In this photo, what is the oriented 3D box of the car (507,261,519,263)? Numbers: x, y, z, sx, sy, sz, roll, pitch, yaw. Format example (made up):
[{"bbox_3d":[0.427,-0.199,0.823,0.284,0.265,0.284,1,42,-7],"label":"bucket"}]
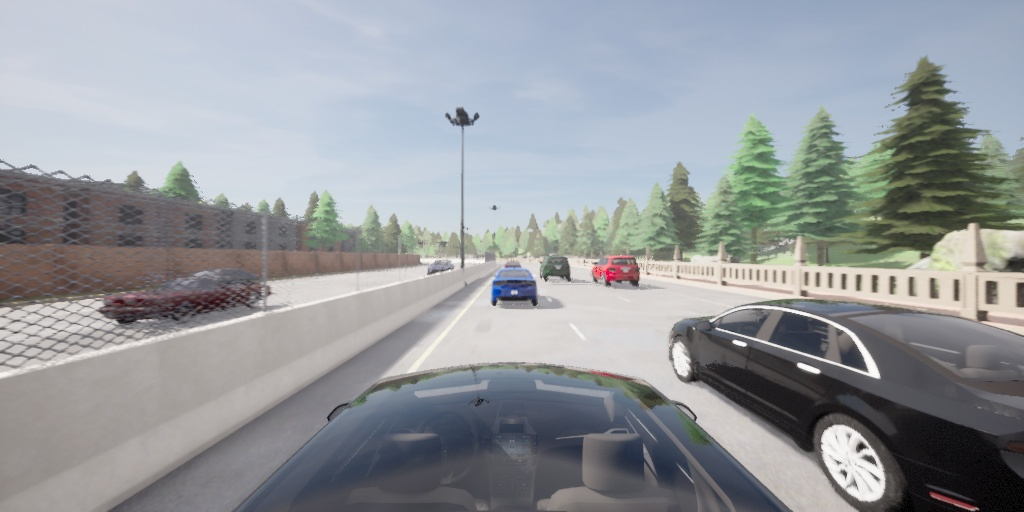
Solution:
[{"bbox_3d":[0.092,1.297,38.950,1.882,1.535,5.008,0,0,0],"label":"car"}]

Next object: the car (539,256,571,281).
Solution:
[{"bbox_3d":[3.595,1.027,30.528,2.150,2.045,5.566,0,0,0],"label":"car"}]

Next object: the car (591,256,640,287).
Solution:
[{"bbox_3d":[7.095,1.016,24.999,2.150,2.045,5.566,0,0,0],"label":"car"}]

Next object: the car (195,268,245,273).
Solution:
[{"bbox_3d":[-14.100,1.304,17.117,1.812,1.442,4.674,0,0,0],"label":"car"}]

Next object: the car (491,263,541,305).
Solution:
[{"bbox_3d":[0.096,1.255,16.290,1.882,1.535,5.008,0,0,0],"label":"car"}]

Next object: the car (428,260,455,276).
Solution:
[{"bbox_3d":[-7.056,1.166,36.297,2.097,1.767,4.553,0,0,1],"label":"car"}]

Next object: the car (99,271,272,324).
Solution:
[{"bbox_3d":[-10.602,1.370,12.189,1.895,1.301,4.718,0,0,0],"label":"car"}]

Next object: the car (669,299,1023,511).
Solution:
[{"bbox_3d":[3.597,1.261,4.243,1.837,1.490,4.892,0,0,0],"label":"car"}]
